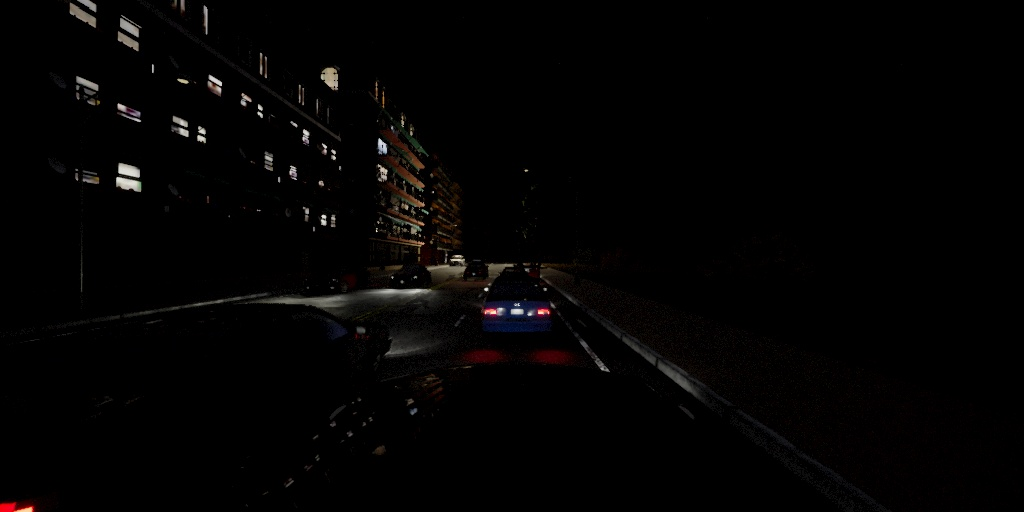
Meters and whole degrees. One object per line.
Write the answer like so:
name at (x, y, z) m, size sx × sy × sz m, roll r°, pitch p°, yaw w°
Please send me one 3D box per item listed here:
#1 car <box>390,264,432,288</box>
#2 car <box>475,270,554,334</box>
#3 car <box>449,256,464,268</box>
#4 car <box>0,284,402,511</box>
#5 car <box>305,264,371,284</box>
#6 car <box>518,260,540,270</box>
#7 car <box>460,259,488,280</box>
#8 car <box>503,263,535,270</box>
car at (-6.574, 1.278, 23.796) m, size 1.812 × 1.442 × 4.674 m, roll 0°, pitch 0°, yaw 0°
car at (0.112, 1.299, 10.565) m, size 2.033 × 1.411 × 5.357 m, roll 0°, pitch 0°, yaw 0°
car at (-9.726, 0.970, 63.493) m, size 2.150 × 2.045 × 5.566 m, roll 0°, pitch 0°, yaw 1°
car at (-3.149, 1.297, 4.214) m, size 2.033 × 1.411 × 5.357 m, roll 0°, pitch 0°, yaw 0°
car at (-9.827, 1.230, 20.617) m, size 1.882 × 1.535 × 5.008 m, roll 0°, pitch 0°, yaw 0°
car at (1.173, 1.104, 29.833) m, size 2.097 × 1.767 × 4.553 m, roll 0°, pitch 0°, yaw 0°
car at (-3.113, 1.278, 31.541) m, size 1.812 × 1.442 × 4.674 m, roll 0°, pitch 0°, yaw 0°
car at (0.118, 1.316, 20.898) m, size 1.994 × 1.385 × 4.181 m, roll 0°, pitch 0°, yaw 1°
